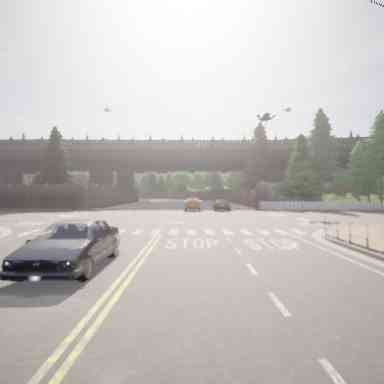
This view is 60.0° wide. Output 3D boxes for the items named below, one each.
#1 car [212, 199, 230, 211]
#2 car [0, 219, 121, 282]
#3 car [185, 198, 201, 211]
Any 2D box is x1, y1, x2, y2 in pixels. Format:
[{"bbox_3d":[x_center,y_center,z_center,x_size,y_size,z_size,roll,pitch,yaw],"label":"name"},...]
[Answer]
[{"bbox_3d":[3.591,1.590,41.485,1.994,1.385,4.181,0,-1,0],"label":"car"},{"bbox_3d":[-3.510,1.557,10.104,2.033,1.411,5.357,0,0,0],"label":"car"},{"bbox_3d":[0.091,1.516,42.171,1.882,1.535,5.008,0,0,0],"label":"car"}]
